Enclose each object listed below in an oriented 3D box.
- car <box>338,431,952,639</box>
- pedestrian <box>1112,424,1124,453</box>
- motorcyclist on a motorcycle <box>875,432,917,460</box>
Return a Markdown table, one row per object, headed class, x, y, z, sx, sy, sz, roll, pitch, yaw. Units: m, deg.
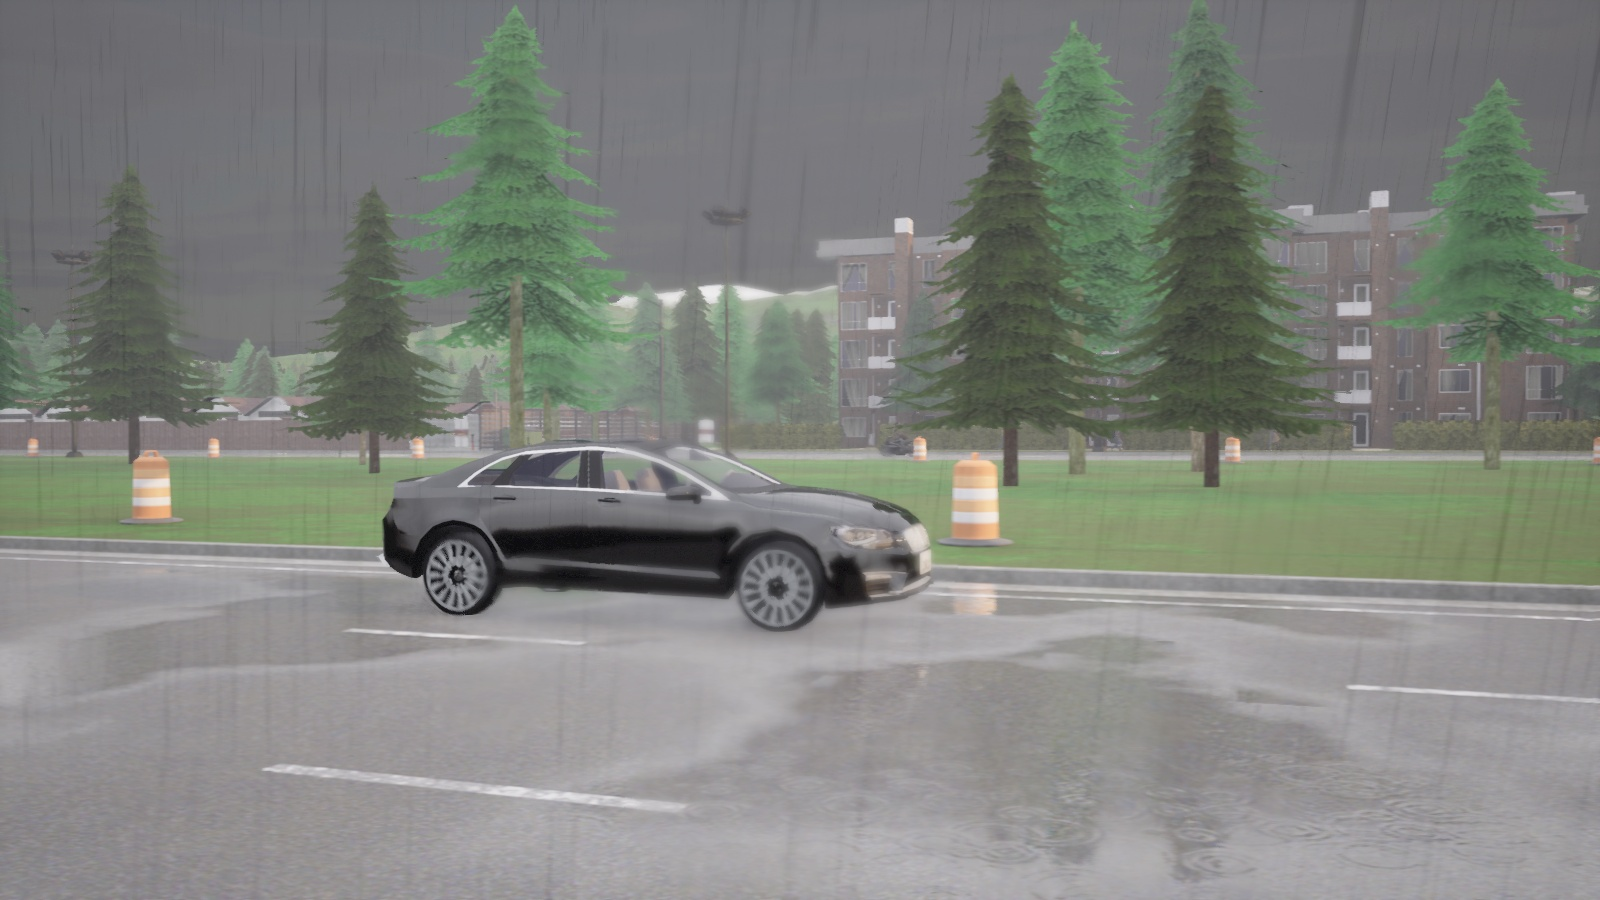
| class | x | y | z | sx | sy | sz | roll | pitch | yaw |
| --- | --- | --- | --- | --- | --- | --- | --- | --- | --- |
| car | -1.301 | 0.601 | 11.015 | 4.902 | 1.511 | 2.128 | 1 | 1 | 19 |
| pedestrian | 20.327 | -0.755 | 80.329 | 0.706 | 1.836 | 0.354 | 1 | 1 | 19 |
| motorcyclist on a motorcycle | 5.351 | -0.239 | 69.983 | 2.191 | 1.530 | 0.866 | 1 | 1 | 19 |
